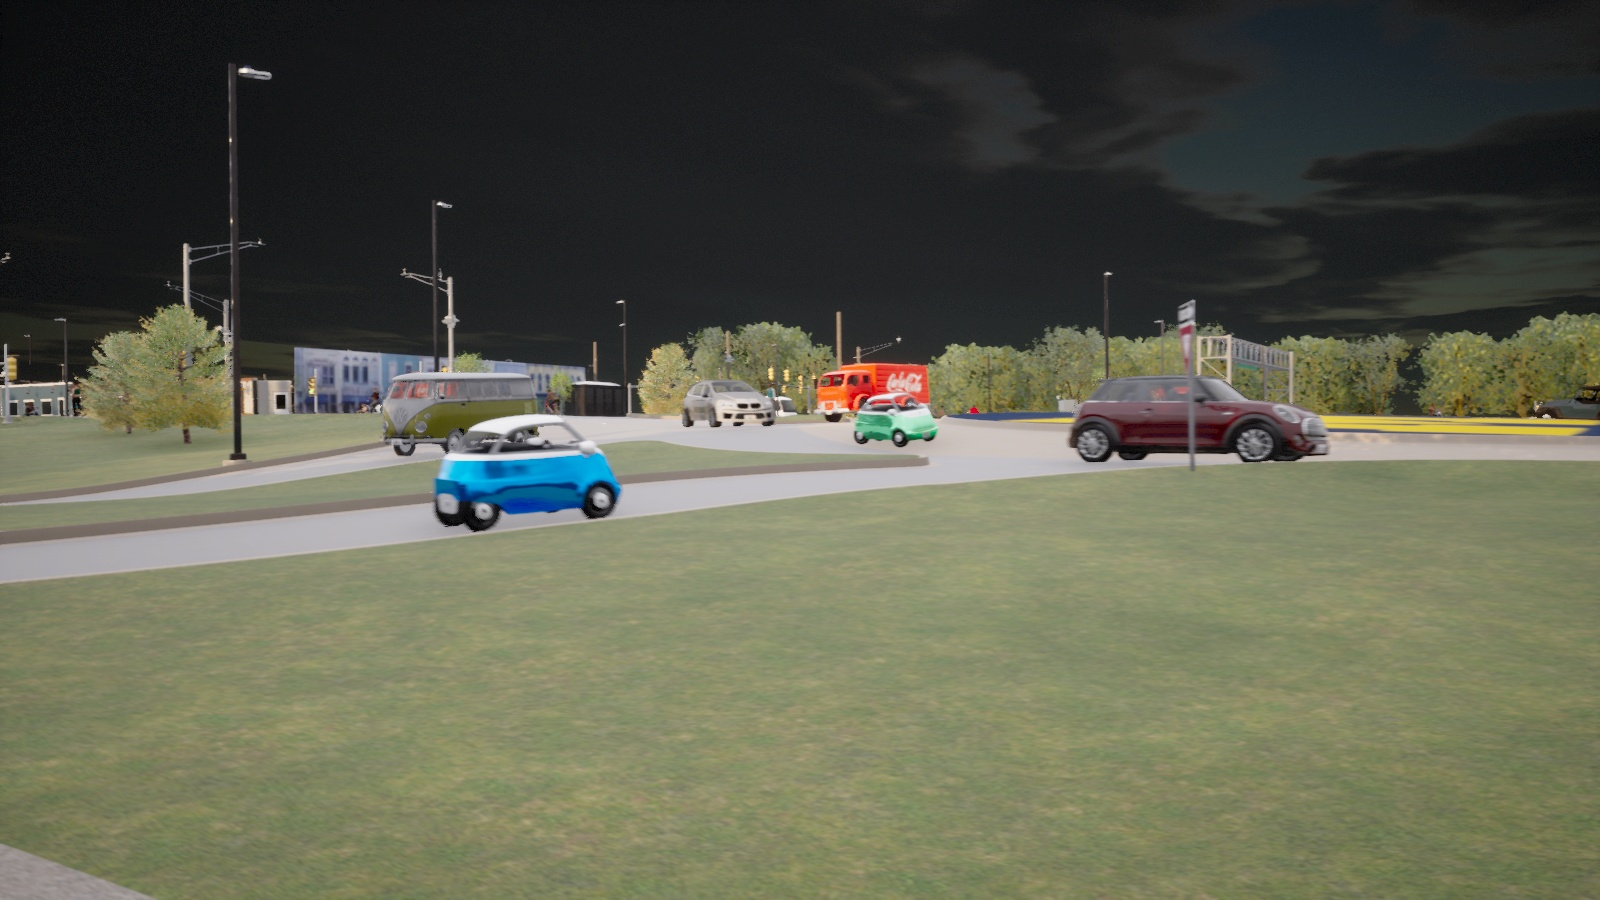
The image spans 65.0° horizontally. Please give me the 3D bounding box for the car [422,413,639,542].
[{"bbox_3d":[-3.446,0.293,16.164,2.207,1.376,1.481,-7,6,-41],"label":"car"}]

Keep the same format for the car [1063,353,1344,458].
[{"bbox_3d":[7.507,-0.762,23.551,4.553,1.767,2.097,0,1,37],"label":"car"}]

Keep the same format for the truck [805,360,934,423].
[{"bbox_3d":[3.050,-2.514,54.265,5.204,2.467,2.627,-3,1,-44],"label":"truck"}]

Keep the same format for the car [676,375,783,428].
[{"bbox_3d":[-2.543,-1.658,43.917,2.242,1.667,4.611,-3,2,-23],"label":"car"}]

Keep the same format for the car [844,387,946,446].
[{"bbox_3d":[2.581,-0.910,34.052,2.207,1.376,1.481,1,10,43],"label":"car"}]

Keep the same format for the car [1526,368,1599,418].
[{"bbox_3d":[31.291,-2.231,49.730,1.905,1.878,3.866,2,2,-30],"label":"car"}]

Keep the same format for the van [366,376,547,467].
[{"bbox_3d":[-8.245,-0.750,30.626,1.775,1.987,4.442,-1,4,23],"label":"van"}]

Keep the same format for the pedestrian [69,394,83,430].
[{"bbox_3d":[-37.571,-1.955,65.148,0.594,1.836,0.345,-2,0,32],"label":"pedestrian"}]
